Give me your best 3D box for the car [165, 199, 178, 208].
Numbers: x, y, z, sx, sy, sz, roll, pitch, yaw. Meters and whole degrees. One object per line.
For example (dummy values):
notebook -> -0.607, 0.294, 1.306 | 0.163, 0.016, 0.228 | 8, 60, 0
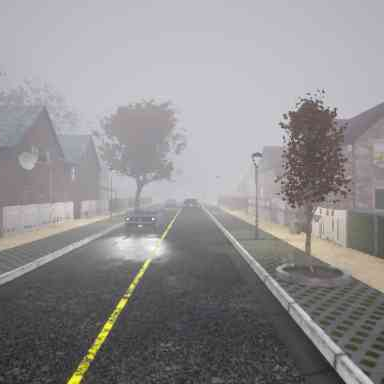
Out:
car -> -3.099, 1.714, 50.301 | 2.033, 1.411, 5.357 | 0, 0, 0

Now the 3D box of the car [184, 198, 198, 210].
car -> -0.145, 1.643, 45.750 | 1.837, 1.490, 4.892 | 0, 0, 0

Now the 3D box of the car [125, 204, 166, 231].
car -> -2.957, 1.634, 21.152 | 1.895, 1.301, 4.718 | 0, 0, 0

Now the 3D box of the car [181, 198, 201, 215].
car -> -0.084, 1.436, 35.807 | 2.097, 1.767, 4.553 | 0, 0, 0
